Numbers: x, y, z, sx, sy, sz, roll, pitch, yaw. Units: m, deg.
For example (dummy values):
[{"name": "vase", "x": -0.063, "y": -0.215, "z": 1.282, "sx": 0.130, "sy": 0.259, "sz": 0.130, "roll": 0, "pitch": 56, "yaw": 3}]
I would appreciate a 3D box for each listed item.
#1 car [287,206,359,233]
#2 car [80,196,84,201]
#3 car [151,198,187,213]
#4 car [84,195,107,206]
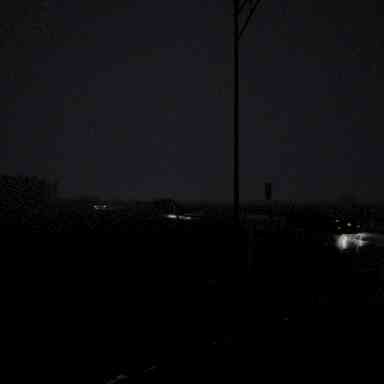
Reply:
[{"name": "car", "x": 7.543, "y": 1.544, "z": 19.502, "sx": 1.994, "sy": 1.385, "sz": 4.181, "roll": 0, "pitch": 0, "yaw": -25}, {"name": "car", "x": -20.991, "y": 1.302, "z": 66.894, "sx": 2.128, "sy": 1.511, "sz": 4.902, "roll": -1, "pitch": 0, "yaw": -36}, {"name": "car", "x": -2.457, "y": 1.398, "z": 34.550, "sx": 1.882, "sy": 1.535, "sz": 5.008, "roll": -1, "pitch": 0, "yaw": -36}, {"name": "car", "x": -15.074, "y": 1.472, "z": 52.347, "sx": 1.895, "sy": 1.301, "sz": 4.718, "roll": -1, "pitch": 0, "yaw": -35}]
